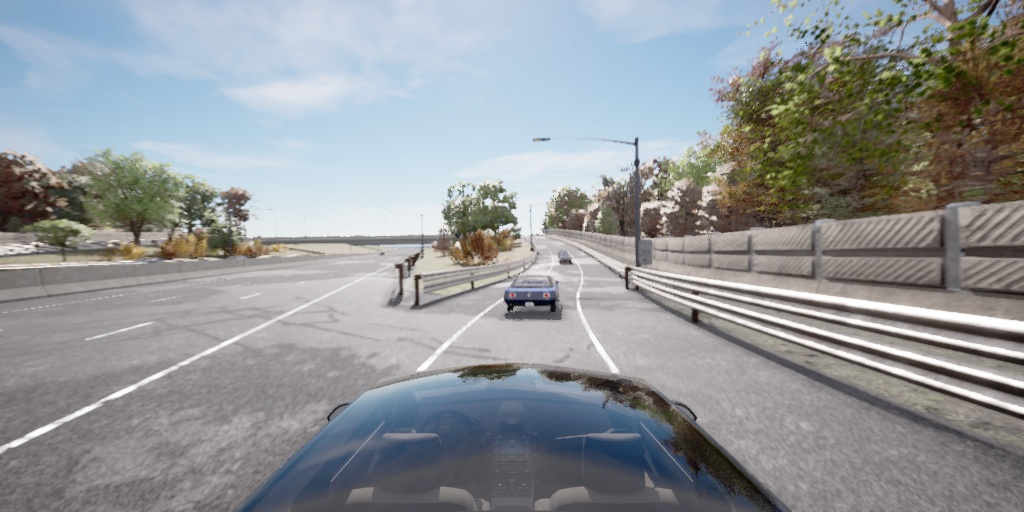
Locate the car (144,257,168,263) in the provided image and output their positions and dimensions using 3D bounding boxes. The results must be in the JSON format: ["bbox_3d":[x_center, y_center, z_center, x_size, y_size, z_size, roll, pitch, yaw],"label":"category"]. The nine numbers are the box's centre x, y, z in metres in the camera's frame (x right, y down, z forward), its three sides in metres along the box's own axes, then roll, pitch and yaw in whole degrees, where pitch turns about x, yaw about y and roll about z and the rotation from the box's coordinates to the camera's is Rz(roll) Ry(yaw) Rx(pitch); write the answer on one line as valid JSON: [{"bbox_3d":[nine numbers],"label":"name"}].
[{"bbox_3d":[-41.562,1.041,40.788,2.097,1.767,4.553,-1,1,-13],"label":"car"}]

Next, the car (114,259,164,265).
[{"bbox_3d":[-31.548,1.245,29.410,1.812,1.442,4.674,-1,1,-14],"label":"car"}]

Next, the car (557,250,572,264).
[{"bbox_3d":[7.698,0.316,52.284,2.033,1.411,5.357,-1,3,7],"label":"car"}]

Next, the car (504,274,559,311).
[{"bbox_3d":[0.970,1.398,14.747,1.895,1.301,4.718,-1,0,9],"label":"car"}]

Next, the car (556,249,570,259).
[{"bbox_3d":[8.849,-0.419,62.695,2.033,1.411,5.357,-1,5,5],"label":"car"}]

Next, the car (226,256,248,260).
[{"bbox_3d":[-35.721,0.807,46.319,2.097,1.767,4.553,-1,1,-13],"label":"car"}]
